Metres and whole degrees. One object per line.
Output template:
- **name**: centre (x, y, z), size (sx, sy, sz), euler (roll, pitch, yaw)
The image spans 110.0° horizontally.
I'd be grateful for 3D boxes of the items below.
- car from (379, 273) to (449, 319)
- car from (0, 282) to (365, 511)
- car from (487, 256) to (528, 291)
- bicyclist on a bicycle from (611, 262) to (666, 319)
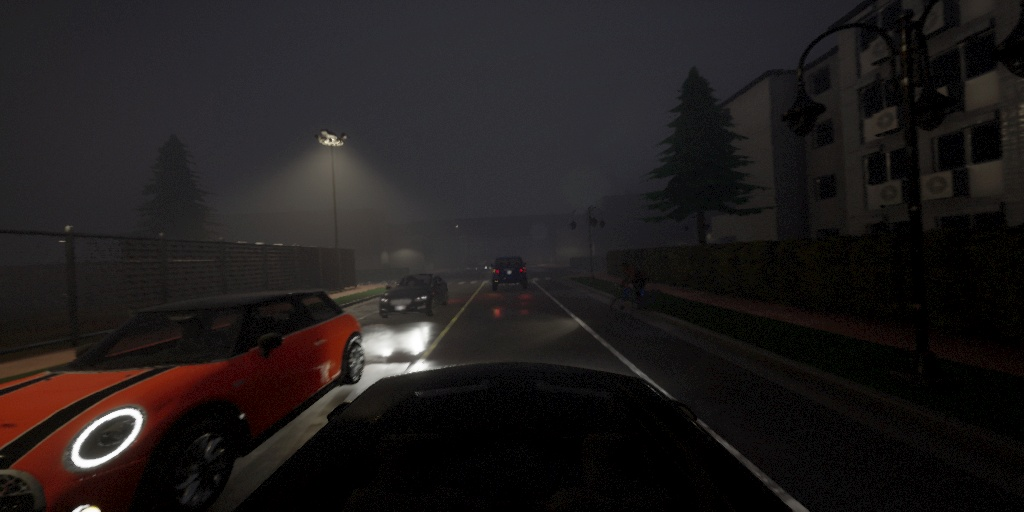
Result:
- **car**: centre (-3.729, 1.460, 14.315), size (2.128, 1.511, 4.902), euler (-3, 0, -1)
- **car**: centre (-3.607, 1.293, 4.339), size (2.097, 1.767, 4.553), euler (-3, 0, -1)
- **car**: centre (-0.189, 1.024, 23.145), size (2.150, 2.045, 5.566), euler (-3, 0, -1)
- **bicyclist on a bicycle**: centre (3.578, 0.949, 10.444), size (1.656, 1.620, 0.582), euler (-12, 0, -1)
